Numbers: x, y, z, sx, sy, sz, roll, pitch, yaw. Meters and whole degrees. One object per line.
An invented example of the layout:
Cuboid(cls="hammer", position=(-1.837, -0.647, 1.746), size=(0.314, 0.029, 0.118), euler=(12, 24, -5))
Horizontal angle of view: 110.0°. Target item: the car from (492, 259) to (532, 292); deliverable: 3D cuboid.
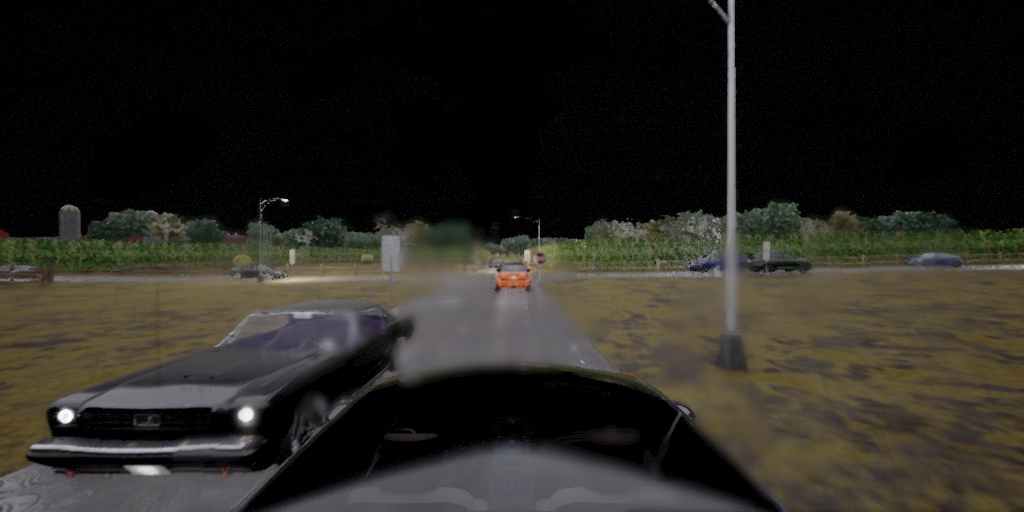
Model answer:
Cuboid(cls="car", position=(0.089, 1.183, 22.025), size=(2.097, 1.767, 4.553), euler=(0, 0, 0))

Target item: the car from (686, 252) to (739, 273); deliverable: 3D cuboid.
Cuboid(cls="car", position=(21.153, 0.676, 37.271), size=(5.566, 2.045, 2.150), euler=(-1, 1, -1))

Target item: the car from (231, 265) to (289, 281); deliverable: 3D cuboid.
Cuboid(cls="car", position=(-24.163, 1.590, 34.438), size=(4.892, 1.490, 1.837), euler=(0, 1, 0))

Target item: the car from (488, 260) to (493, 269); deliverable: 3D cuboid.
Cuboid(cls="car", position=(-2.795, 1.410, 59.537), size=(1.994, 1.385, 4.181), euler=(0, 0, 1))

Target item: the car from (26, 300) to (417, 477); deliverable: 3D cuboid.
Cuboid(cls="car", position=(-2.842, 1.368, 4.996), size=(1.895, 1.301, 4.718), euler=(0, 0, 0))

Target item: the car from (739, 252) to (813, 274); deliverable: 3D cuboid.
Cuboid(cls="car", position=(25.430, 0.631, 34.327), size=(5.566, 2.045, 2.150), euler=(-1, 1, 0))

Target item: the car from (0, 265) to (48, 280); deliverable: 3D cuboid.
Cuboid(cls="car", position=(-47.355, 1.565, 34.547), size=(4.181, 1.385, 1.994), euler=(0, 1, 1))

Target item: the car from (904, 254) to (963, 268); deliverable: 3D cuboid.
Cuboid(cls="car", position=(43.689, 0.476, 37.169), size=(4.674, 1.442, 1.812), euler=(-1, 1, 1))
